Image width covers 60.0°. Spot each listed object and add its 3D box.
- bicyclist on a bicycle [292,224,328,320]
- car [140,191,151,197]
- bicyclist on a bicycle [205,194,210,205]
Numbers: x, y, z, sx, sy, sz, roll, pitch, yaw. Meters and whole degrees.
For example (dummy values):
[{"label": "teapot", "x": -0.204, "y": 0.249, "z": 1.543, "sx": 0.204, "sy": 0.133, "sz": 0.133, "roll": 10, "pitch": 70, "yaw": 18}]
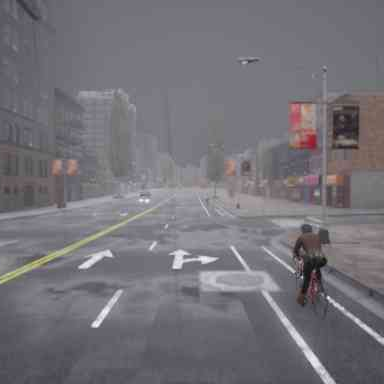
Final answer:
[{"label": "bicyclist on a bicycle", "x": 2.251, "y": 1.451, "z": 6.381, "sx": 0.582, "sy": 1.620, "sz": 1.656, "roll": 0, "pitch": 0, "yaw": 0}, {"label": "car", "x": -9.742, "y": 0.402, "z": 70.096, "sx": 1.994, "sy": 1.385, "sz": 4.181, "roll": 0, "pitch": 1, "yaw": 0}, {"label": "bicyclist on a bicycle", "x": 2.275, "y": 1.124, "z": 48.320, "sx": 0.866, "sy": 1.612, "sz": 1.509, "roll": 0, "pitch": 1, "yaw": 0}]
